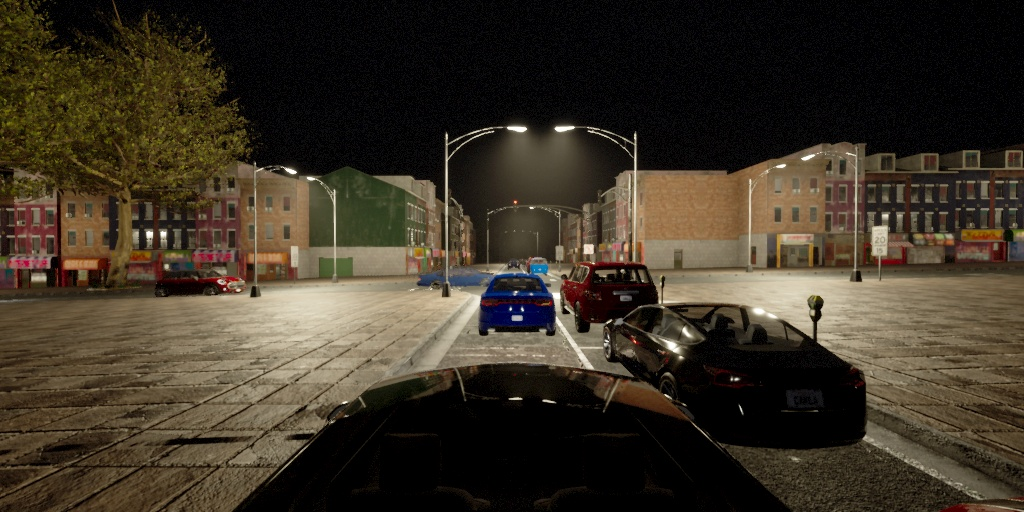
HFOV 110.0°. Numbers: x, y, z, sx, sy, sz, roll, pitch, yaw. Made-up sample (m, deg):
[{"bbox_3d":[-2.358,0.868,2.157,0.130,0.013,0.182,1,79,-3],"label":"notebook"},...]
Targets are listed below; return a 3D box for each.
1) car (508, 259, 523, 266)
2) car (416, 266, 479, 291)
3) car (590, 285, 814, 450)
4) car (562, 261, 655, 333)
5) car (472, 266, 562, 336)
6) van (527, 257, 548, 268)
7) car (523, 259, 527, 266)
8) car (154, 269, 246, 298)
[{"bbox_3d":[0.303,1.393,57.235,1.895,1.301,4.718,0,0,0],"label":"car"},{"bbox_3d":[-3.189,1.359,22.464,5.357,1.411,2.033,-2,0,0],"label":"car"},{"bbox_3d":[2.646,1.315,5.293,1.948,1.339,4.313,0,0,0],"label":"car"},{"bbox_3d":[2.666,1.064,10.695,2.192,1.841,5.009,0,0,0],"label":"car"},{"bbox_3d":[0.144,1.227,10.419,1.882,1.535,5.008,0,0,1],"label":"car"},{"bbox_3d":[2.760,1.104,37.056,1.690,1.789,3.998,0,0,0],"label":"van"},{"bbox_3d":[2.779,1.084,42.462,2.192,1.841,5.009,0,0,0],"label":"car"},{"bbox_3d":[-19.432,1.625,22.499,4.553,1.767,2.097,-2,1,0],"label":"car"}]
